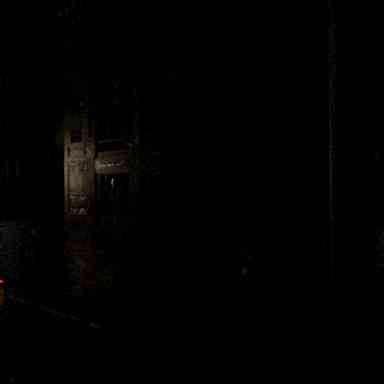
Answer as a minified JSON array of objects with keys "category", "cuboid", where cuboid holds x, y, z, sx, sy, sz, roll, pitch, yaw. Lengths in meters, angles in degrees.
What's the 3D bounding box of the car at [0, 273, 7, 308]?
[{"category":"car","cuboid":[-5.699,1.540,6.554,5.366,1.575,1.801,-1,0,36]}]
